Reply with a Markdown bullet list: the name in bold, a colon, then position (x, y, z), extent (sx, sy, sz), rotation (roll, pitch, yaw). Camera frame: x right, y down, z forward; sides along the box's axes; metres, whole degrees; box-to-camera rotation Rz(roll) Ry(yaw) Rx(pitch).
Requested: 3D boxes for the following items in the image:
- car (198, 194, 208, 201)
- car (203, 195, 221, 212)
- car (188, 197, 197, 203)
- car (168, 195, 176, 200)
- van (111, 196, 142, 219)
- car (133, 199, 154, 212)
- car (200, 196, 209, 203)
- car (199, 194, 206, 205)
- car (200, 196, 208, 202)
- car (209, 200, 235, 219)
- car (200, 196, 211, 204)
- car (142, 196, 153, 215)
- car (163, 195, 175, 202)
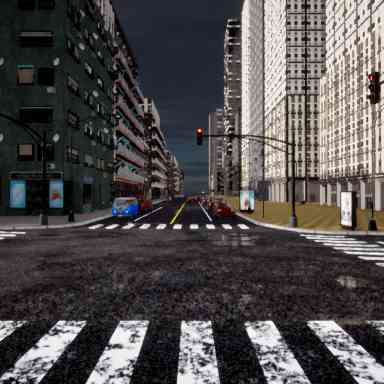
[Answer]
- **car**: position (2.734, 1.376, 83.683), extent (2.192, 1.841, 5.009), rotation (0, 0, 0)
- **car**: position (2.715, 1.457, 39.462), extent (1.967, 1.590, 4.097), rotation (0, 0, 0)
- **car**: position (0.129, 1.645, 69.709), extent (1.895, 1.301, 4.718), rotation (0, 0, 0)
- **car**: position (-5.643, 1.643, 94.742), extent (1.947, 1.339, 4.313), rotation (0, 0, 0)
- **van**: position (-5.670, 1.352, 28.411), extent (1.690, 1.788, 3.998), rotation (0, 0, 0)
- **car**: position (-5.667, 1.561, 39.467), extent (1.887, 1.381, 4.507), rotation (0, 0, 0)
- **car**: position (2.728, 1.592, 72.627), extent (1.887, 1.381, 4.507), rotation (0, 0, 0)
- **car**: position (2.722, 1.470, 56.044), extent (1.967, 1.590, 4.097), rotation (0, 0, 0)
- **car**: position (2.730, 1.636, 78.155), extent (1.802, 1.307, 4.206), rotation (0, 0, 0)
- **car**: position (2.709, 1.592, 28.406), extent (1.802, 1.307, 4.206), rotation (0, 0, 0)
- **car**: position (2.726, 1.592, 67.100), extent (2.008, 1.369, 4.403), rotation (0, 0, 0)
- **car**: position (-5.667, 1.329, 33.939), extent (2.192, 1.841, 5.009), rotation (0, 0, 0)
- **car**: position (-5.649, 1.494, 78.159), extent (1.967, 1.590, 4.097), rotation (0, 0, 0)
